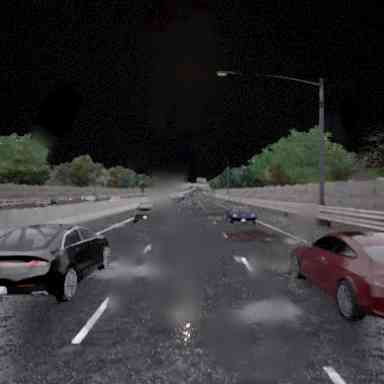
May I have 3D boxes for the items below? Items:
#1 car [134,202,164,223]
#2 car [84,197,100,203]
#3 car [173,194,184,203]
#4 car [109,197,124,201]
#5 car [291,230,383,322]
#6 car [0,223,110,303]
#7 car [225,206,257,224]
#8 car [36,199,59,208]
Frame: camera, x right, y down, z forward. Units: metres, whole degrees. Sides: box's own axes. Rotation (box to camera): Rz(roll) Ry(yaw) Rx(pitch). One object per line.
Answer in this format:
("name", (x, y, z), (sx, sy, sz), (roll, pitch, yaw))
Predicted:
("car", (-3.402, 1.593, 26.449), (1.837, 1.490, 4.892), (0, 0, 0))
("car", (-17.535, 1.688, 58.822), (1.812, 1.442, 4.674), (0, 0, 1))
("car", (-3.505, 1.687, 77.834), (1.837, 1.490, 4.892), (0, 0, 0))
("car", (-14.017, 1.645, 61.787), (1.882, 1.535, 5.008), (0, 0, 0))
("car", (3.599, 1.551, 7.172), (1.812, 1.442, 4.674), (0, 0, 0))
("car", (-3.401, 1.521, 8.269), (2.128, 1.511, 4.902), (0, 0, 0))
("car", (3.598, 1.685, 25.399), (1.895, 1.301, 4.718), (0, 0, 0))
("car", (-21.063, 1.706, 48.613), (1.994, 1.385, 4.181), (0, 0, 0))
